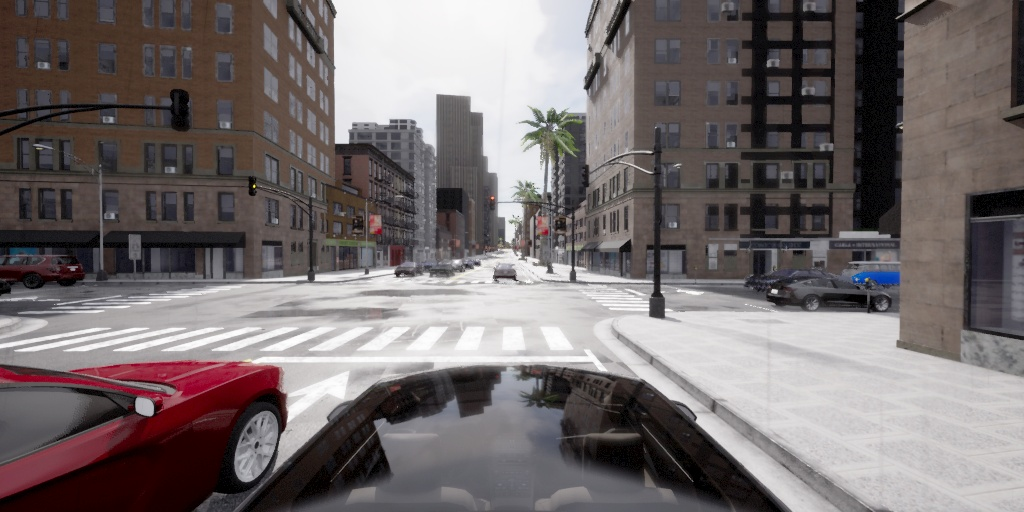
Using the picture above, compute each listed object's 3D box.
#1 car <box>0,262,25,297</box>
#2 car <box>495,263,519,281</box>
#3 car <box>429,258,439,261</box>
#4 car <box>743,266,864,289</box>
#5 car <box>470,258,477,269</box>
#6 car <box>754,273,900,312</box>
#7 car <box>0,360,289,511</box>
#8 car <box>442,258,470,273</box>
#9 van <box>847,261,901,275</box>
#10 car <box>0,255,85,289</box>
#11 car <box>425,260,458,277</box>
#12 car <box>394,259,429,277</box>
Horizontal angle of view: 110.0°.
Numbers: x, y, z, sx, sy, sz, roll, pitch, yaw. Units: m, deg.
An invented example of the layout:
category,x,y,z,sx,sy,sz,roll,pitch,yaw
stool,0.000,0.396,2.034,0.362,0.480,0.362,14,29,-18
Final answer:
category,x,y,z,sx,sy,sz,roll,pitch,yaw
car,-24.028,1.126,14.627,4.892,1.490,1.837,1,1,-9
car,-0.462,1.290,29.462,2.033,1.411,5.357,0,0,0
car,-10.151,1.090,45.226,2.097,1.767,4.553,0,0,0
car,16.502,1.438,20.700,5.357,1.411,2.033,0,1,0
car,-6.955,1.081,54.234,2.097,1.767,4.553,0,0,0
car,12.869,1.514,14.747,4.313,1.339,1.948,0,0,0
car,-3.144,1.228,1.516,1.882,1.535,5.008,0,0,1
car,-6.894,1.229,44.565,2.128,1.511,4.902,0,0,0
van,23.850,1.251,23.288,3.998,1.789,1.690,0,0,0
car,-27.271,0.835,19.962,5.009,1.841,2.192,0,0,-9
car,-6.832,1.343,35.367,1.895,1.301,4.718,0,0,0
car,-10.085,1.289,35.695,2.033,1.411,5.357,0,0,-1
